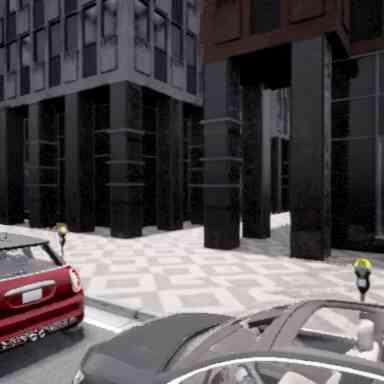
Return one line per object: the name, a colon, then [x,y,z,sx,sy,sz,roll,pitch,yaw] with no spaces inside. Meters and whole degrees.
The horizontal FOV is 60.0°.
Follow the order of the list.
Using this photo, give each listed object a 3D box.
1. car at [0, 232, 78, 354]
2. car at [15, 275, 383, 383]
car: [-3.701,1.366,5.423,4.097,1.590,1.967,1,1,34]
car: [0.967,1.521,2.325,4.403,1.369,2.008,1,1,34]
